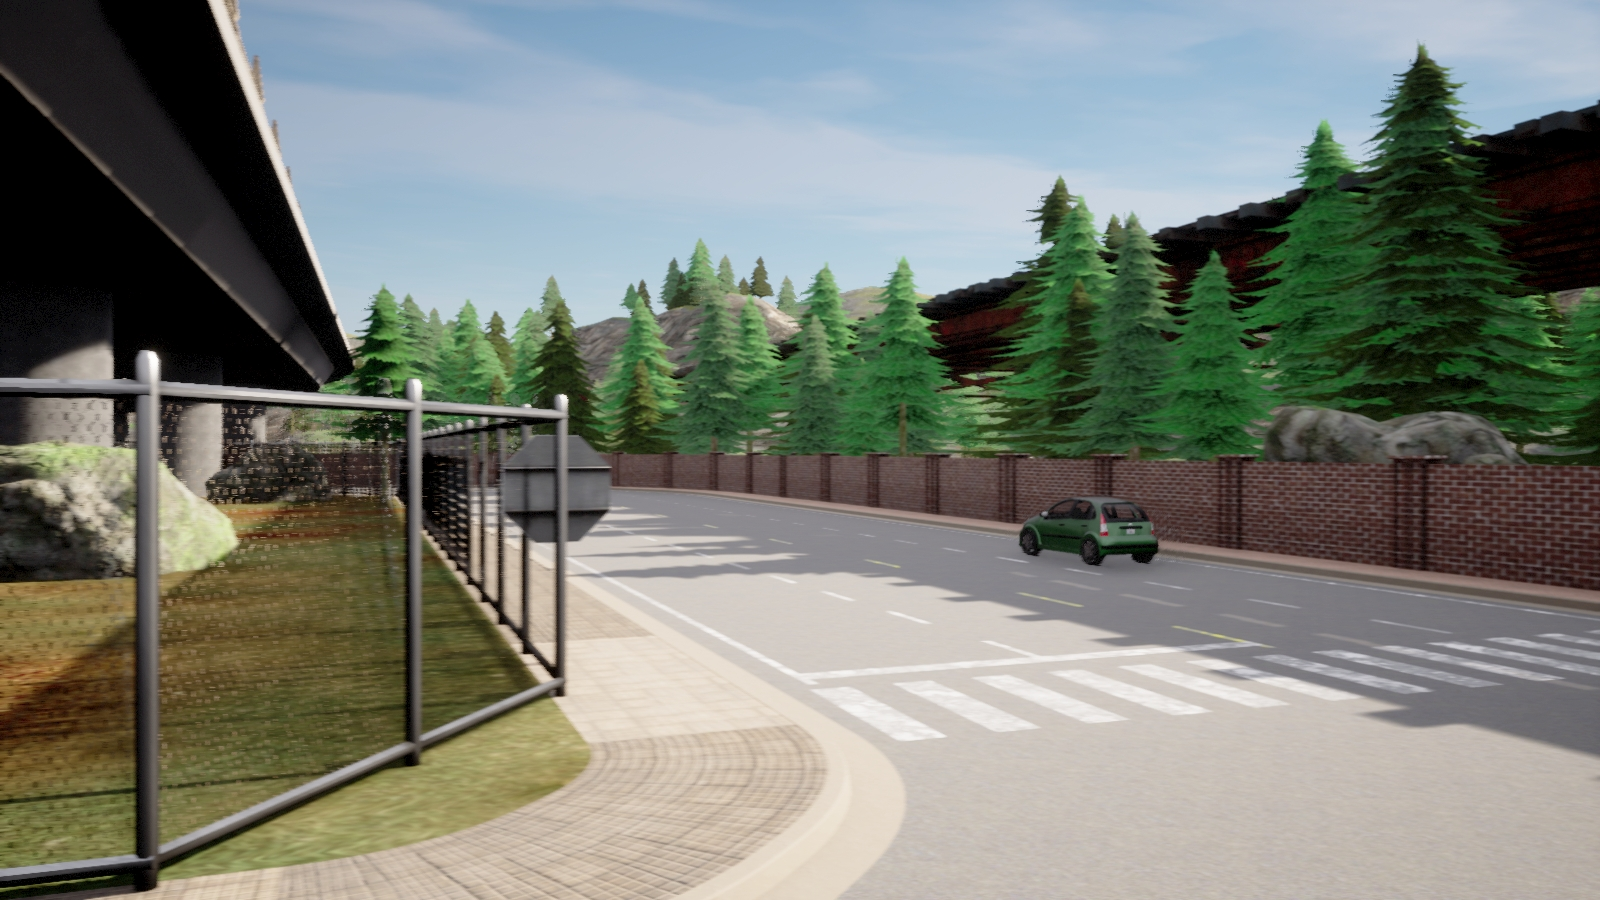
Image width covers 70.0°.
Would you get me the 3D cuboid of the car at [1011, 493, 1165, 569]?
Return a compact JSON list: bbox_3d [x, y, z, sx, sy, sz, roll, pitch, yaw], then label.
[{"bbox_3d":[7.260,1.994,29.193,1.851,1.617,3.988,0,0,-21],"label":"car"}]
